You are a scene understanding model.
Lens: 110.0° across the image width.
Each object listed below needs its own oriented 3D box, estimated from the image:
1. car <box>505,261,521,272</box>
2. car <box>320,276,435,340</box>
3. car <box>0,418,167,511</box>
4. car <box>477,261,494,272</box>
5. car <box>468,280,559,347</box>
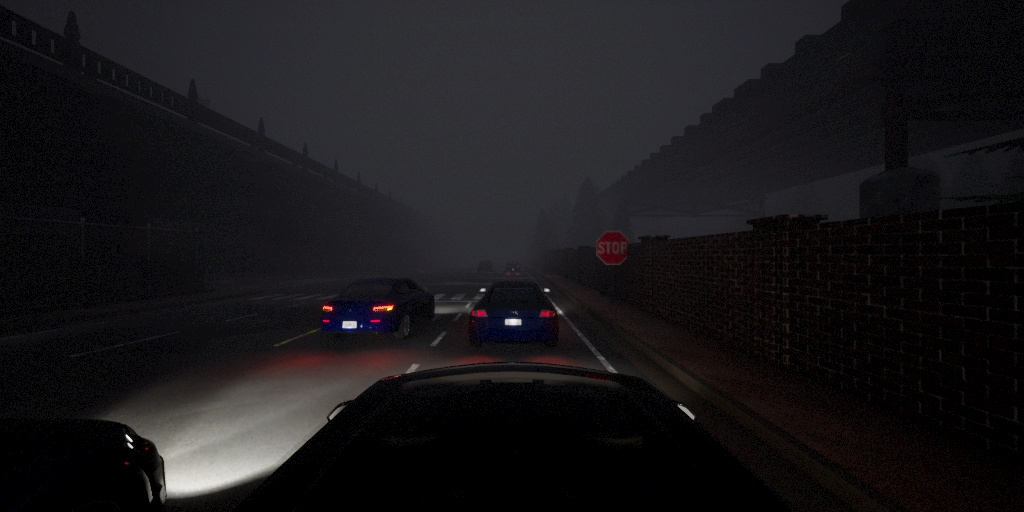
[{"bbox_3d":[0.099,1.351,46.119,1.895,1.301,4.718,0,0,-1],"label":"car"},{"bbox_3d":[-3.413,1.276,9.825,1.812,1.442,4.674,0,0,0],"label":"car"},{"bbox_3d":[-3.399,1.314,0.730,1.994,1.385,4.181,0,0,0],"label":"car"},{"bbox_3d":[-3.395,1.297,45.950,2.033,1.411,5.357,0,0,-1],"label":"car"},{"bbox_3d":[0.069,1.314,9.303,1.994,1.385,4.181,0,0,1],"label":"car"}]
